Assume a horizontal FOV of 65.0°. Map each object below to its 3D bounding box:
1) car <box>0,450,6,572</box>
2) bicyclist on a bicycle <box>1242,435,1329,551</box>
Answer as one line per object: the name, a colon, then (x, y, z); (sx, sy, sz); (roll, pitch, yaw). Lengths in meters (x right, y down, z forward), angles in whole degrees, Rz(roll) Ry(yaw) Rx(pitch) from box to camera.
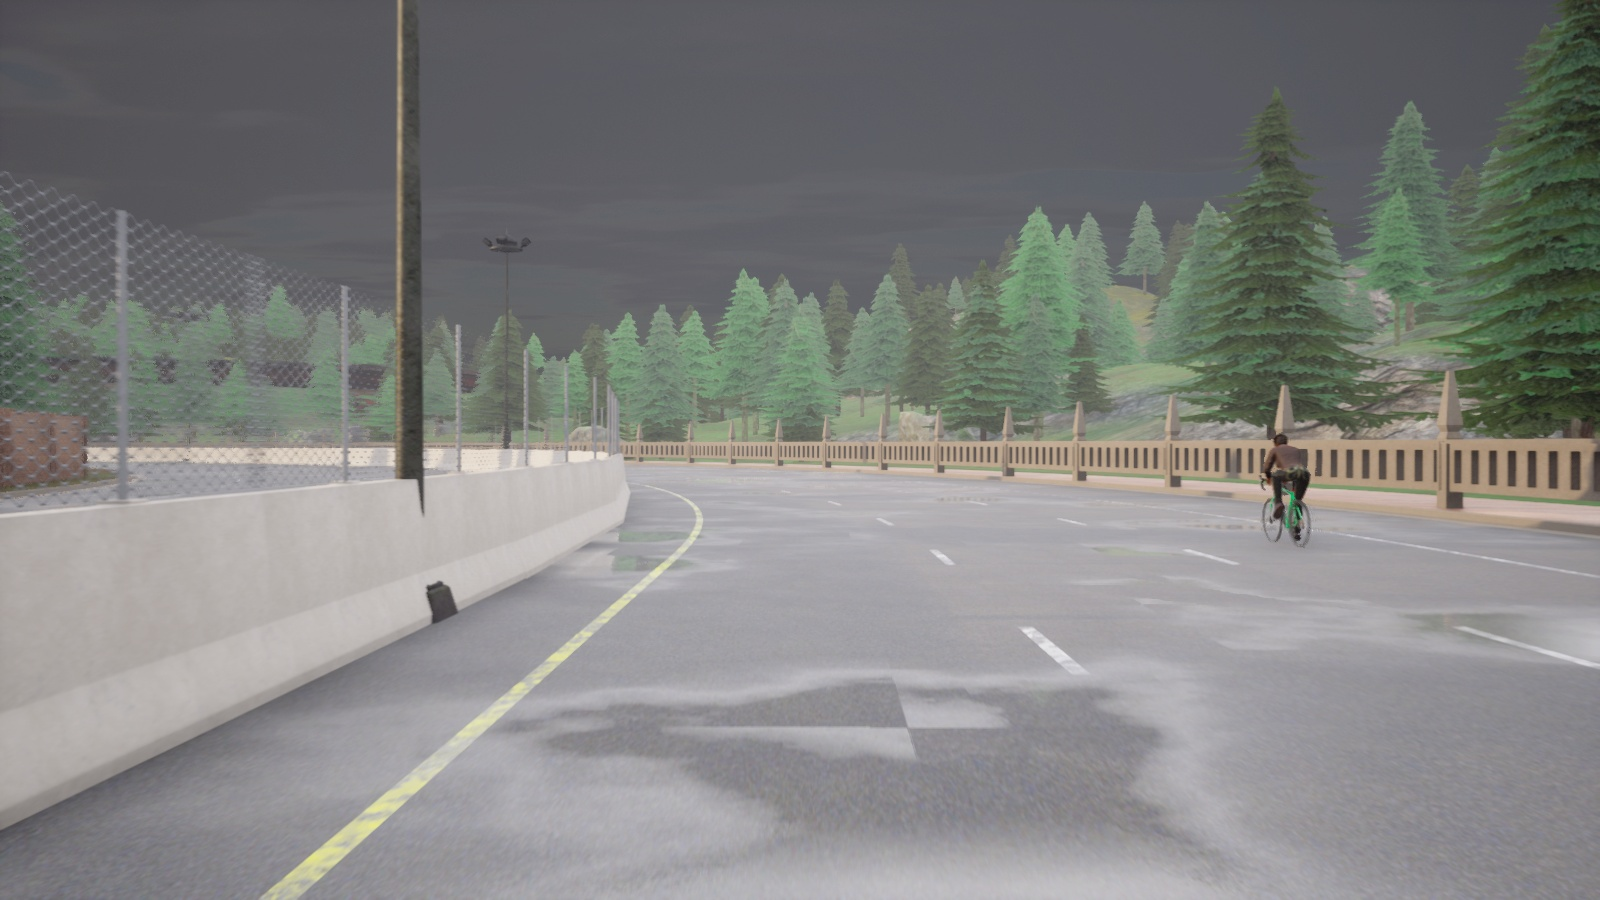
car: (-10.372, 0.718, 12.020); (2.033, 1.411, 5.357); (0, 0, 2)
bicyclist on a bicycle: (7.049, 0.602, 18.314); (0.582, 1.620, 1.656); (0, 0, -1)
